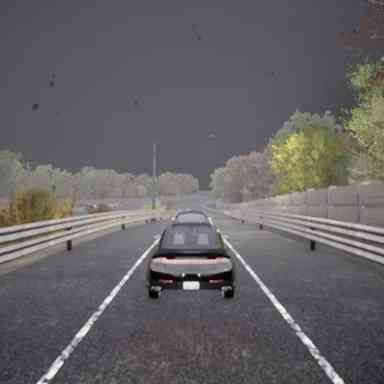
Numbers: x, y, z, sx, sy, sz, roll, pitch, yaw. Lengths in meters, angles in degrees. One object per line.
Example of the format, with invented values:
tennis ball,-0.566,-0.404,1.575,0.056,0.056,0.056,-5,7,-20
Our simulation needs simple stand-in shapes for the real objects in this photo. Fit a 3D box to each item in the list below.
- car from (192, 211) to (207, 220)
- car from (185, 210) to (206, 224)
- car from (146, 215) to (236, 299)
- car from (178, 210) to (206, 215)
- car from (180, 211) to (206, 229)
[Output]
car,1.129,3.384,48.428,1.895,1.301,4.718,0,-3,4
car,0.473,2.650,35.769,2.033,1.411,5.357,0,-3,2
car,-0.020,1.550,8.570,2.128,1.511,4.902,0,-1,0
car,-0.019,1.714,16.649,1.882,1.535,5.008,0,-1,0
car,0.118,2.254,27.221,1.895,1.301,4.718,0,-3,1
